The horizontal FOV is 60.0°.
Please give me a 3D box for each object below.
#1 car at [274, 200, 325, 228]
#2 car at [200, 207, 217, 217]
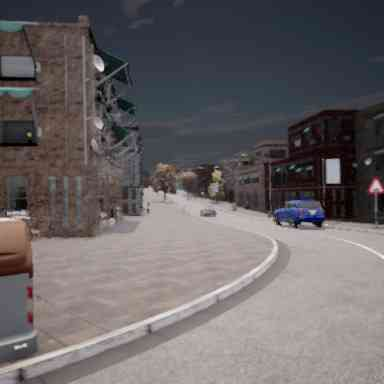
[{"bbox_3d":[8.203,1.683,25.943,2.150,2.045,5.566,-1,-2,-6],"label":"car"},{"bbox_3d":[2.363,2.899,48.690,2.033,1.411,5.357,-1,-1,-7],"label":"car"}]
